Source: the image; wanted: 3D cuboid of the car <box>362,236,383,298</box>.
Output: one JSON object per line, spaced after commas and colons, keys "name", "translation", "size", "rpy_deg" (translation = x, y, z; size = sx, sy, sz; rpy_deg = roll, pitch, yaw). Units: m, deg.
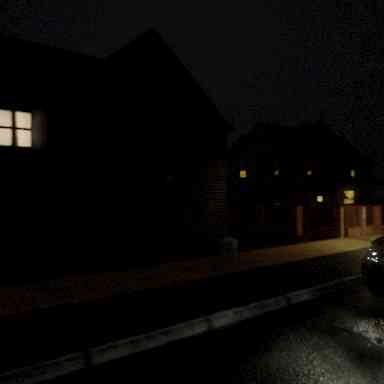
{"name": "car", "translation": [6.047, 1.221, 7.372], "size": [5.566, 2.045, 2.150], "rpy_deg": [0, 0, -36]}
